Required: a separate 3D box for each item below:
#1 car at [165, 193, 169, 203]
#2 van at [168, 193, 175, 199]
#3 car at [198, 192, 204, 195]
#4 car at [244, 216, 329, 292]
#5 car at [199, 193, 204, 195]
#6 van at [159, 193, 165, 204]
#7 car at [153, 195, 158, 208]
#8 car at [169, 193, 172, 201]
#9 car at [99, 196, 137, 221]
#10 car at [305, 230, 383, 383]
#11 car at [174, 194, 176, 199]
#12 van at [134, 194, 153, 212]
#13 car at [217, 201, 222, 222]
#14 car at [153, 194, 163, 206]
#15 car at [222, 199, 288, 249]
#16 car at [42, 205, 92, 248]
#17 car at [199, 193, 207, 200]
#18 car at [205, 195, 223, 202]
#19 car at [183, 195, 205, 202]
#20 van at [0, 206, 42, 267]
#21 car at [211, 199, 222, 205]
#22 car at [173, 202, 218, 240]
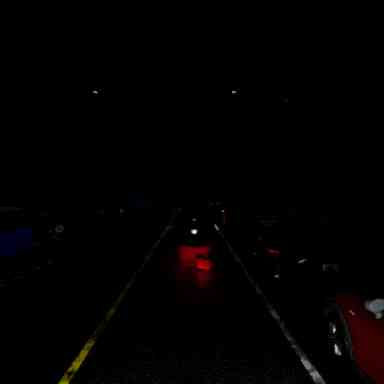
[{"bbox_3d":[-5.746,1.262,59.423,1.967,1.590,4.097,0,0,0],"label":"car"},{"bbox_3d":[-5.735,1.080,93.244,1.690,1.788,3.998,0,0,0],"label":"van"},{"bbox_3d":[2.785,1.360,76.337,1.802,1.307,4.206,0,0,0],"label":"car"},{"bbox_3d":[2.763,1.539,8.701,1.947,1.339,4.313,0,0,0],"label":"car"},{"bbox_3d":[2.781,1.390,65.064,1.802,1.307,4.206,0,0,0],"label":"car"},{"bbox_3d":[-5.748,1.178,53.787,1.690,1.788,3.998,0,0,0],"label":"van"},{"bbox_3d":[-5.751,1.394,42.345,1.752,1.417,4.829,0,0,0],"label":"car"},{"bbox_3d":[-5.745,1.122,65.060,2.192,1.841,5.009,0,0,0],"label":"car"},{"bbox_3d":[-5.757,1.360,25.604,1.967,1.590,4.097,0,0,0],"label":"car"},{"bbox_3d":[2.760,1.430,3.064,1.967,1.590,4.097,0,0,0],"label":"car"},{"bbox_3d":[-5.738,1.315,81.970,2.008,1.369,4.403,0,0,0],"label":"car"},{"bbox_3d":[-5.754,1.226,36.877,1.690,1.788,3.998,0,0,0],"label":"van"},{"bbox_3d":[2.766,1.482,19.974,1.887,1.381,4.507,0,0,0],"label":"car"},{"bbox_3d":[-5.749,1.403,48.151,2.008,1.369,4.403,0,0,0],"label":"car"},{"bbox_3d":[2.764,1.270,14.337,2.192,1.841,5.009,0,0,0],"label":"car"},{"bbox_3d":[-5.761,1.395,14.331,1.967,1.590,4.097,0,0,0],"label":"car"},{"bbox_3d":[2.788,1.191,87.609,1.967,1.590,4.097,0,0,0],"label":"car"},{"bbox_3d":[2.772,1.326,36.882,1.967,1.590,4.097,0,0,0],"label":"car"},{"bbox_3d":[0.112,1.370,34.656,1.882,1.535,5.008,0,0,0],"label":"car"},{"bbox_3d":[-5.763,1.313,8.694,1.690,1.788,3.998,0,0,0],"label":"van"},{"bbox_3d":[2.768,1.486,25.610,1.947,1.339,4.313,0,0,0],"label":"car"},{"bbox_3d":[0.105,1.452,16.788,1.837,1.490,4.892,0,0,0],"label":"car"}]
